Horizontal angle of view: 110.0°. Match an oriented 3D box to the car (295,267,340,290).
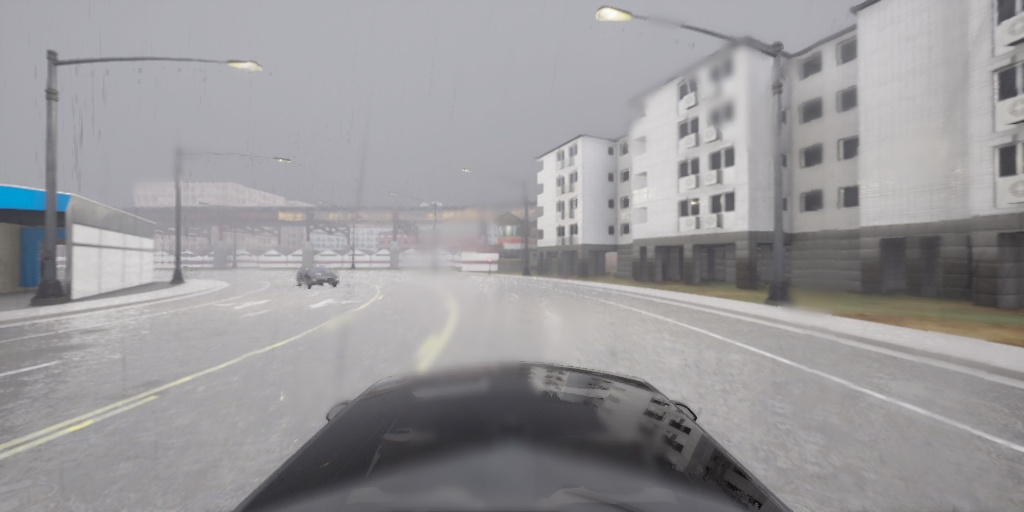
[{"bbox_3d":[-13.697,1.445,25.102,2.033,1.411,5.357,0,-1,-41],"label":"car"}]
